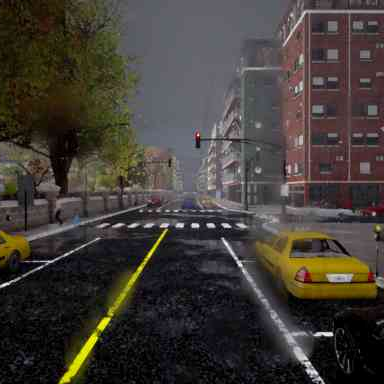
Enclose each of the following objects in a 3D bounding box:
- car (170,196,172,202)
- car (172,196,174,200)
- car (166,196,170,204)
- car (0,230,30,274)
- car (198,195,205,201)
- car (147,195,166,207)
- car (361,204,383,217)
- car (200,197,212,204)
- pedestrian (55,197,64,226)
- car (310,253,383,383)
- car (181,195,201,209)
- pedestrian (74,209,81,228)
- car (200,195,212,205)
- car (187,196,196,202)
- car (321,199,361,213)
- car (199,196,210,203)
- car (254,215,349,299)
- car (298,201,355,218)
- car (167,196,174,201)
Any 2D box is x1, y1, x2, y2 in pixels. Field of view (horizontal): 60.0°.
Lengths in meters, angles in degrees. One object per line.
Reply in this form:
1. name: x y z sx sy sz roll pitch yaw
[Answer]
1. car: -5.781 1.581 68.340 1.887 1.381 4.507 0 0 0
2. car: -5.795 1.630 79.410 1.802 1.307 4.206 0 0 0
3. car: -5.775 1.470 62.805 1.967 1.590 4.097 0 0 0
4. car: -5.703 1.526 7.998 1.752 1.417 4.829 0 0 0
5. car: 2.571 1.606 90.492 1.887 1.381 4.507 0 0 0
6. car: -5.761 1.335 51.735 2.192 1.841 5.009 0 0 0
7. car: 20.260 1.931 35.210 4.507 1.381 1.887 1 -1 0
8. car: 2.606 1.575 62.816 1.887 1.381 4.507 0 0 0
9. pedestrian: -8.185 1.145 20.351 0.375 1.860 0.375 0 0 0
10. car: 2.685 1.566 2.549 1.947 1.339 4.313 0 0 0
11. car: -0.307 1.562 44.896 2.033 1.411 5.357 0 0 6
12. pedestrian: -7.214 1.578 20.953 0.375 1.300 0.375 0 0 0
13. car: 2.613 1.550 57.451 1.752 1.417 4.829 0 0 0
14. car: -0.101 1.600 80.383 1.994 1.385 4.181 0 0 0
15. car: 14.570 1.598 35.188 5.009 1.841 2.192 1 -1 0
16. car: 2.599 1.587 68.352 2.008 1.369 4.403 0 0 0
17. car: 2.677 1.526 8.350 1.752 1.417 4.829 0 0 0
18. car: 12.902 1.863 32.575 4.718 1.301 1.895 1 0 0
19. car: -5.809 1.643 90.481 1.802 1.307 4.206 0 0 0
